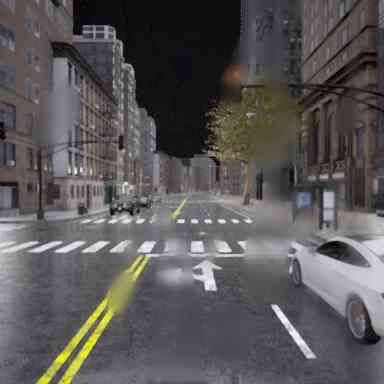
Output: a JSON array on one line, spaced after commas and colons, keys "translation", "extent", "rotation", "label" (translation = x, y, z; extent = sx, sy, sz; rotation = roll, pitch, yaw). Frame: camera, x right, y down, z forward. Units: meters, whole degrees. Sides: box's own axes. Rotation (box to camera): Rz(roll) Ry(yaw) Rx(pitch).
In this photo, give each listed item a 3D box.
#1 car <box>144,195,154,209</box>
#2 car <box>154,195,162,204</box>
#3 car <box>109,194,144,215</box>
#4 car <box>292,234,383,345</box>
[{"translation": [-6.648, 1.413, 44.719], "extent": [1.882, 1.535, 5.008], "rotation": [0, 0, 0], "label": "car"}, {"translation": [-6.630, 1.366, 61.138], "extent": [2.128, 1.511, 4.902], "rotation": [0, 0, 0], "label": "car"}, {"translation": [-6.608, 1.182, 33.360], "extent": [2.150, 2.045, 5.566], "rotation": [0, 0, 1], "label": "car"}, {"translation": [3.343, 1.522, 6.253], "extent": [1.812, 1.442, 4.674], "rotation": [0, 0, 0], "label": "car"}]
